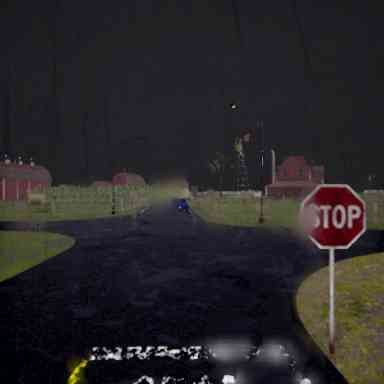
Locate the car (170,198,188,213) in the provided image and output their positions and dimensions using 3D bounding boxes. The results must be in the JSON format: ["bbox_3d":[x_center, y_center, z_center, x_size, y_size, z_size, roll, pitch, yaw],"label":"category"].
[{"bbox_3d":[-1.455,1.470,37.777,1.882,1.535,5.008,0,0,-3],"label":"car"}]
